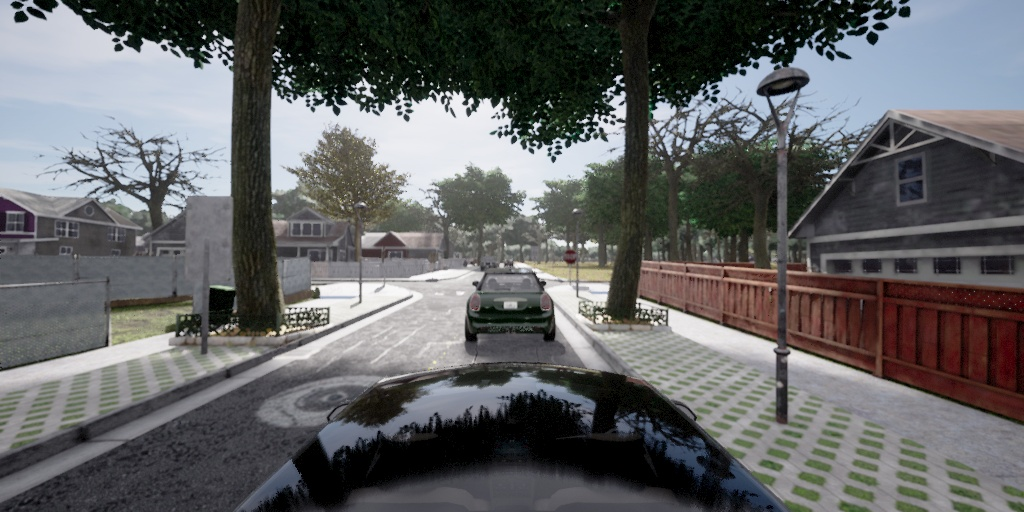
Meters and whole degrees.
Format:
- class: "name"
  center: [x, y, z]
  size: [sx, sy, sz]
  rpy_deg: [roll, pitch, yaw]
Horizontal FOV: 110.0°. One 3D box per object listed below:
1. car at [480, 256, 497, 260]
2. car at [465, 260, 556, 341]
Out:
- class: "car"
  center: [-3.303, 1.032, 51.207]
  size: [2.150, 2.045, 5.566]
  rpy_deg: [0, 0, 0]
- class: "car"
  center: [-0.070, 1.103, 10.031]
  size: [2.097, 1.767, 4.553]
  rpy_deg: [0, 0, -1]
